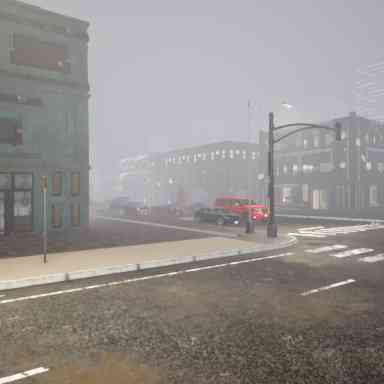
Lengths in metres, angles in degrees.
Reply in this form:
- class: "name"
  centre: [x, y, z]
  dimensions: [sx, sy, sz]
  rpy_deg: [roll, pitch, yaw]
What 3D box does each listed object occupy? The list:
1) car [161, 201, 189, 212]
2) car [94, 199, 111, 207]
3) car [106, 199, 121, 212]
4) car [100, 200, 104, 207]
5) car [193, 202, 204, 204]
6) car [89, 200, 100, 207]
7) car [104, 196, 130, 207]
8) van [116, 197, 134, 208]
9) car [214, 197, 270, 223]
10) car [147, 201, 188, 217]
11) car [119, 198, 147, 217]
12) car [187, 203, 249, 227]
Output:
- class: "car"
  centre: [-2.425, 1.965, 46.162]
  dimensions: [1.802, 1.307, 4.206]
  rpy_deg: [-2, 0, -35]
- class: "car"
  centre: [-18.452, 2.227, 68.726]
  dimensions: [1.887, 1.381, 4.507]
  rpy_deg: [-1, 0, -35]
- class: "car"
  centre: [-10.094, 2.061, 47.019]
  dimensions: [1.994, 1.385, 4.181]
  rpy_deg: [-1, 0, -35]
- class: "car"
  centre: [-15.252, 1.939, 64.213]
  dimensions: [2.192, 1.841, 5.009]
  rpy_deg: [-1, 0, -35]
- class: "car"
  centre: [0.779, 1.903, 41.650]
  dimensions: [1.802, 1.307, 4.206]
  rpy_deg: [-2, 0, -35]
- class: "car"
  centre: [-18.293, 2.268, 64.045]
  dimensions: [1.895, 1.301, 4.718]
  rpy_deg: [-1, 0, -35]
- class: "car"
  centre: [-12.082, 1.774, 55.293]
  dimensions: [2.150, 2.045, 5.566]
  rpy_deg: [-1, 0, -35]
- class: "van"
  centre: [-12.047, 1.906, 59.700]
  dimensions: [1.690, 1.788, 3.998]
  rpy_deg: [-1, 0, -35]
- class: "car"
  centre: [3.939, 1.445, 27.207]
  dimensions: [2.150, 2.045, 5.566]
  rpy_deg: [-1, 0, -35]
- class: "car"
  centre: [-2.744, 1.957, 36.625]
  dimensions: [1.895, 1.301, 4.718]
  rpy_deg: [-1, 0, -36]
- class: "car"
  centre: [-6.055, 1.846, 36.795]
  dimensions: [1.967, 1.590, 4.097]
  rpy_deg: [-1, 0, -35]
- class: "car"
  centre: [1.884, 1.814, 25.412]
  dimensions: [1.947, 1.339, 4.313]
  rpy_deg: [-1, 0, -35]
